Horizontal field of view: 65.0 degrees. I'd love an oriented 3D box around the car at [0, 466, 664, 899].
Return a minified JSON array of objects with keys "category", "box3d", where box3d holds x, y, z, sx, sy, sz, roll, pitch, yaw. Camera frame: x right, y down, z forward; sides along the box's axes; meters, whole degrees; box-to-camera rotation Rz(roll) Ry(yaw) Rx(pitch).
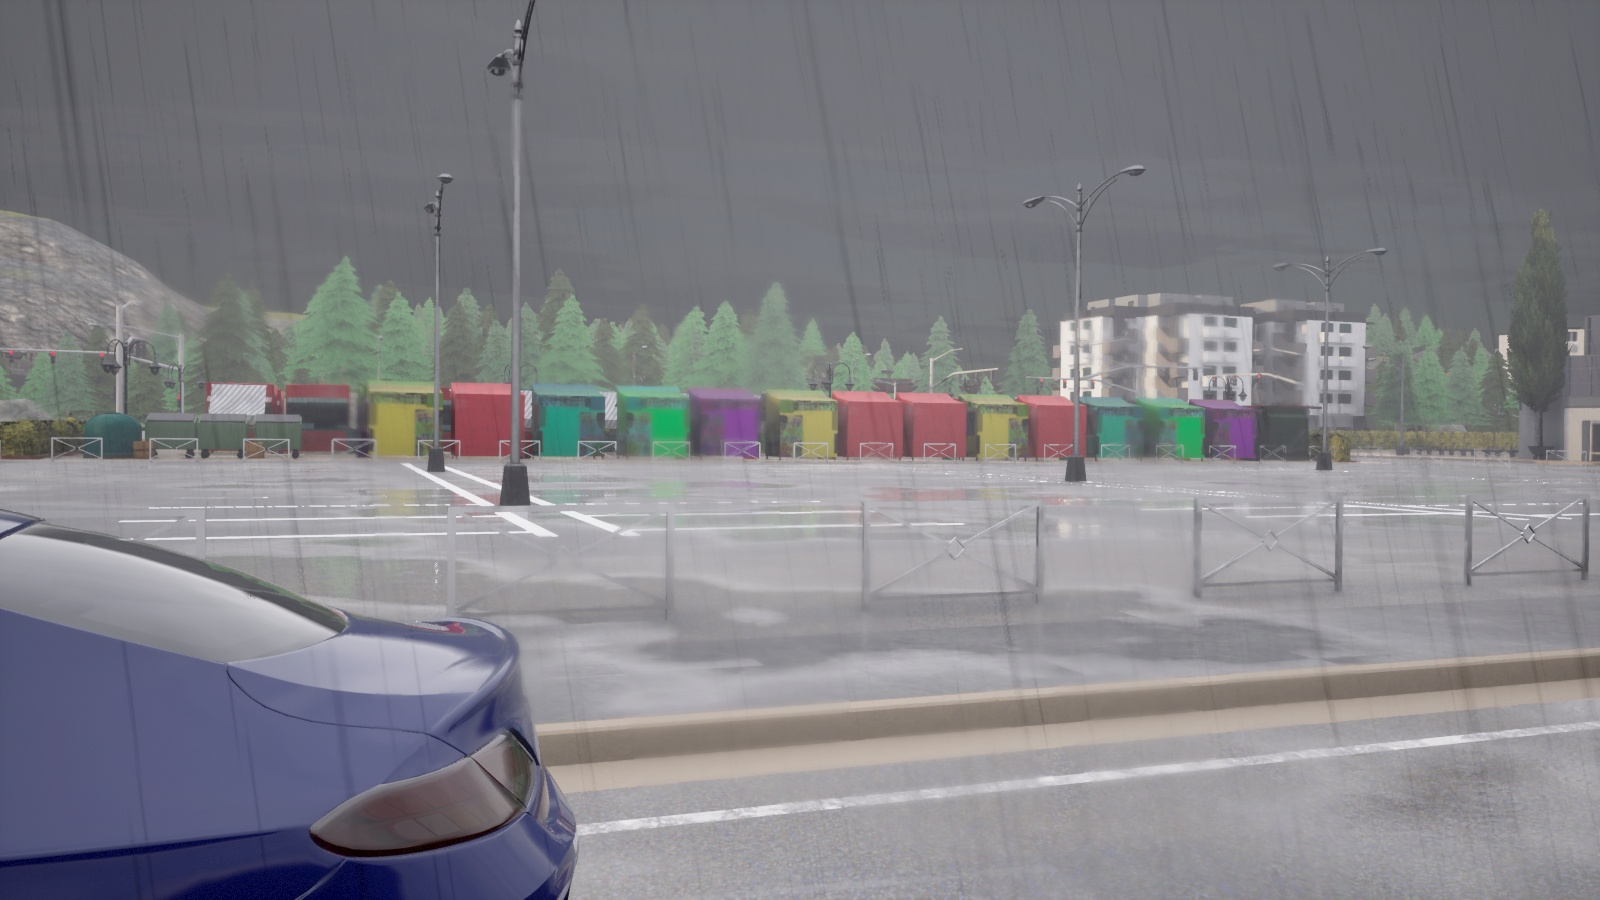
[{"category":"car","box3d":[-2.743,0.818,2.198,4.674,1.442,1.812,-1,1,-21]}]
